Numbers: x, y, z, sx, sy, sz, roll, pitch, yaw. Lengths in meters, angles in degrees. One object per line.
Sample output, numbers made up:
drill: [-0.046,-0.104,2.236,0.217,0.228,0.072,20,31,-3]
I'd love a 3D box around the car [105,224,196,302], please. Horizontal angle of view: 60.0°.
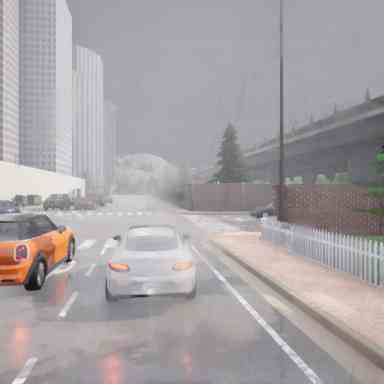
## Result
car: [-0.989,1.526,8.227,1.812,1.442,4.674,0,0,-7]

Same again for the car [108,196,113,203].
car: [-16.883,1.525,66.575,1.812,1.442,4.674,0,0,-8]

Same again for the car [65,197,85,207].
car: [-18.390,1.547,52.672,2.033,1.411,5.357,0,0,-8]

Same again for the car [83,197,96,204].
car: [-20.360,1.601,66.213,1.895,1.301,4.718,0,0,-9]

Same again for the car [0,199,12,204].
car: [-14.389,1.394,23.485,4.553,1.767,2.097,0,0,22]

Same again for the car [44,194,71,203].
car: [-16.691,1.221,41.425,2.150,2.045,5.566,0,0,-9]

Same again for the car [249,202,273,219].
car: [7.342,1.560,28.488,4.892,1.490,1.837,0,0,-9]

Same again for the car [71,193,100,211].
car: [-13.103,1.352,41.115,2.097,1.767,4.553,0,0,-9]

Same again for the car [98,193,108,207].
car: [-14.562,1.224,50.717,2.150,2.045,5.566,0,0,-9]

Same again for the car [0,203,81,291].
car: [-4.666,1.353,9.042,2.097,1.767,4.553,0,0,-7]
